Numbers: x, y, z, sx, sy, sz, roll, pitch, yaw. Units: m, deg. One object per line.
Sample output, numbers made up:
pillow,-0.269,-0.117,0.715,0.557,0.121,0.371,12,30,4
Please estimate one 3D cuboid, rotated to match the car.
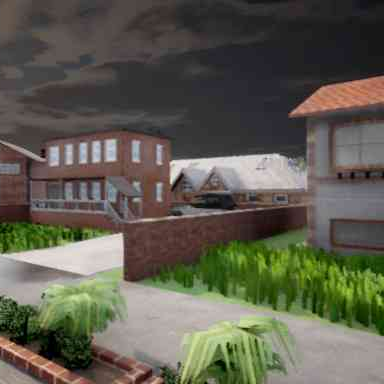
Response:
car,0.590,0.994,18.001,3.866,1.878,1.905,0,0,35
